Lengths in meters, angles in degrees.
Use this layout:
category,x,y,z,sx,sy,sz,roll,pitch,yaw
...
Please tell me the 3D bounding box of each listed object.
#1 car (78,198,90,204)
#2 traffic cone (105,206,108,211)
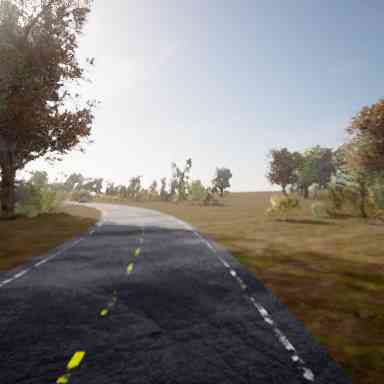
category,x,y,z,sx,sy,sz,roll,pitch,yaw
car,-26.364,2.101,80.875,1.994,1.385,4.181,0,-1,-33
traffic cone,-10.218,2.210,40.807,0.340,0.580,0.340,0,0,-16
